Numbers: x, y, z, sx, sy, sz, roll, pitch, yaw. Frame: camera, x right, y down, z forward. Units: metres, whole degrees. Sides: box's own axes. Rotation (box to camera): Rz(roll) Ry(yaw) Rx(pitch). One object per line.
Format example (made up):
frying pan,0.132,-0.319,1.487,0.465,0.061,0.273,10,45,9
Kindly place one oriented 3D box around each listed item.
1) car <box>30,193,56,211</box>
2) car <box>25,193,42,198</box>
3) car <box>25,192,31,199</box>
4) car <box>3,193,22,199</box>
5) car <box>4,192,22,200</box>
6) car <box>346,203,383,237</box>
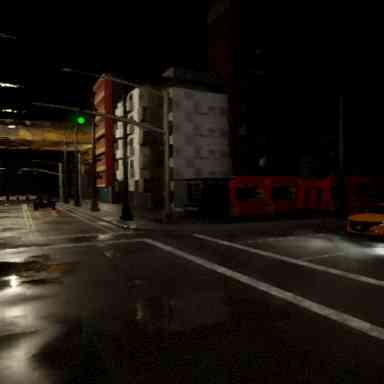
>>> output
car,-16.572,1.054,37.221,2.097,1.767,4.553,-1,1,-27
car,-35.814,0.746,75.149,4.536,1.218,1.853,0,1,42
car,-35.774,0.903,75.116,4.974,1.542,2.038,0,1,42
car,-39.612,0.816,73.522,1.853,1.218,4.536,-1,1,-3
car,-39.607,0.974,73.473,2.038,1.542,4.974,-1,1,-3
car,9.380,1.236,15.522,5.008,1.535,1.882,-1,1,-28
